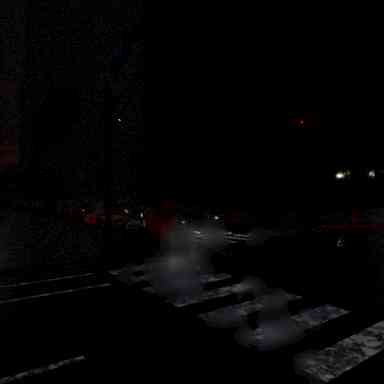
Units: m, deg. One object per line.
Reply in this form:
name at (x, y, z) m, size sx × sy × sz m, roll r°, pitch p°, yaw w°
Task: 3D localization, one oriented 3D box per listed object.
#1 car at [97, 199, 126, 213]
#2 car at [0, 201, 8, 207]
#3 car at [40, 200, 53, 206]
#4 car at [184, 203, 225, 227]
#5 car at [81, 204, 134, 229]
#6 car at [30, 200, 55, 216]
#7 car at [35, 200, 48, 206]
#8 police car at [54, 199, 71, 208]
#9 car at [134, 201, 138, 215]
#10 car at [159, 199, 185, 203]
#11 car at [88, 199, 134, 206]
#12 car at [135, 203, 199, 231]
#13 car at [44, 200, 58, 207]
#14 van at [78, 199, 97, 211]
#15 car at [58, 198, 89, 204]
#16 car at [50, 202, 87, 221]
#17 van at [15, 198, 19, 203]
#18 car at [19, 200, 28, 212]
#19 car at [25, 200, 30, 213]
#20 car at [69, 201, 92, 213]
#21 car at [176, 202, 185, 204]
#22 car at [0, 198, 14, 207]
car at (-11.191, 1.876, 46.051) m, size 2.192 × 1.841 × 5.009 m, roll -1°, pitch 0°, yaw -35°
car at (-44.407, 2.772, 78.045) m, size 1.802 × 1.307 × 4.206 m, roll -1°, pitch 0°, yaw -35°
car at (-34.749, 2.662, 79.170) m, size 1.947 × 1.339 × 4.313 m, roll -1°, pitch 0°, yaw -35°
car at (0.554, 1.811, 24.908) m, size 1.994 × 1.385 × 4.181 m, roll 0°, pitch -1°, yaw -35°
car at (-6.279, 1.844, 24.381) m, size 1.752 × 1.417 × 4.829 m, roll -1°, pitch 0°, yaw -35°
car at (-17.702, 1.901, 40.451) m, size 2.192 × 1.841 × 5.009 m, roll -1°, pitch 0°, yaw -35°
car at (-37.762, 2.711, 83.411) m, size 2.008 × 1.369 × 4.403 m, roll -1°, pitch 0°, yaw -35°
police car at (-25.460, 2.308, 65.428) m, size 1.930 × 1.638 × 5.238 m, roll 0°, pitch -1°, yaw -35°
car at (-5.302, 2.006, 37.750) m, size 1.802 × 1.307 × 4.206 m, roll -1°, pitch 0°, yaw -35°
car at (-2.366, 1.669, 33.601) m, size 2.192 × 1.841 × 5.009 m, roll -1°, pitch 0°, yaw -35°
car at (-7.605, 1.742, 30.866) m, size 2.097 × 1.767 × 4.553 m, roll 0°, pitch -1°, yaw -35°
car at (-1.850, 1.760, 22.803) m, size 1.837 × 1.490 × 4.892 m, roll 0°, pitch -1°, yaw -35°
car at (-31.735, 2.596, 74.929) m, size 1.947 × 1.339 × 4.313 m, roll -1°, pitch 0°, yaw -35°
van at (-17.074, 2.039, 54.352) m, size 1.690 × 1.788 × 3.998 m, roll -1°, pitch 0°, yaw -35°
car at (-13.760, 1.756, 39.544) m, size 2.150 × 2.045 × 5.566 m, roll 0°, pitch -1°, yaw -35°
car at (-12.036, 2.005, 32.485) m, size 2.008 × 1.369 × 4.403 m, roll -1°, pitch 0°, yaw -35°
van at (-26.191, 2.123, 52.399) m, size 1.690 × 1.788 × 3.998 m, roll -1°, pitch 0°, yaw -35°
car at (-23.358, 2.157, 48.416) m, size 1.967 × 1.590 × 4.097 m, roll -1°, pitch 0°, yaw -35°
car at (-20.527, 2.197, 44.434) m, size 1.887 × 1.381 × 4.507 m, roll -1°, pitch 0°, yaw -35°
car at (-16.379, 2.148, 48.735) m, size 1.837 × 1.490 × 4.892 m, roll 0°, pitch 0°, yaw -35°
car at (0.581, 1.830, 29.450) m, size 1.887 × 1.381 × 4.507 m, roll -1°, pitch 0°, yaw -35°
car at (-41.294, 2.667, 73.662) m, size 1.887 × 1.381 × 4.507 m, roll -1°, pitch 0°, yaw -35°
